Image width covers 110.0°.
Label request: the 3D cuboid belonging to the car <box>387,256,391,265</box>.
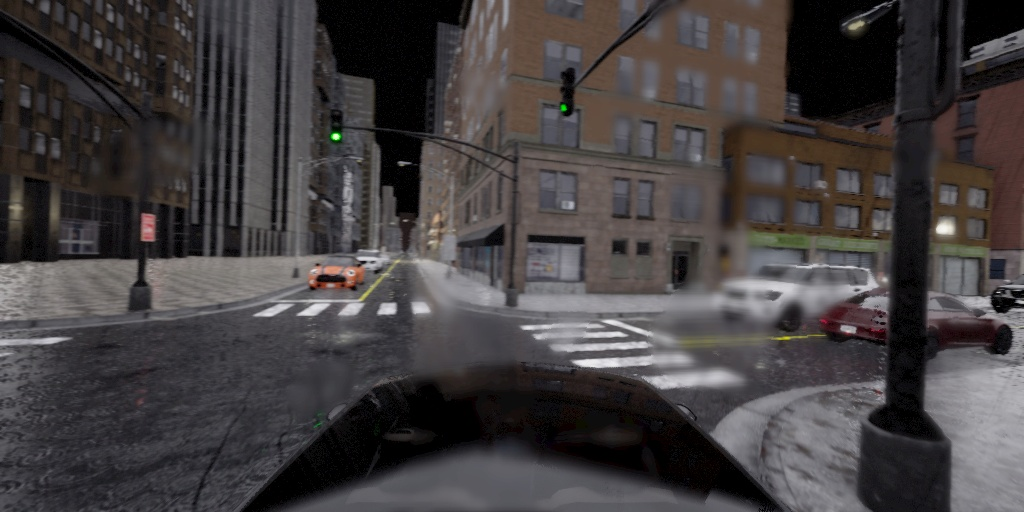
[{"bbox_3d":[-18.046,0.527,49.991,1.812,1.442,4.674,2,0,-16],"label":"car"}]

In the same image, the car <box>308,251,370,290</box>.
[{"bbox_3d":[-8.940,0.753,18.652,2.097,1.767,4.553,2,0,-16],"label":"car"}]

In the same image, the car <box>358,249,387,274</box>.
[{"bbox_3d":[-12.707,0.458,31.626,2.150,2.045,5.566,2,0,-14],"label":"car"}]

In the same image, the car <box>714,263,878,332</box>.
[{"bbox_3d":[9.644,1.267,12.061,5.566,2.045,2.150,2,0,-17],"label":"car"}]

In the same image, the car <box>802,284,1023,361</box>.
[{"bbox_3d":[9.941,1.587,8.916,4.674,1.442,1.812,2,0,-17],"label":"car"}]

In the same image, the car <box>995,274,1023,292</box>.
[{"bbox_3d":[25.415,1.780,16.800,5.566,2.045,2.150,2,0,-17],"label":"car"}]
